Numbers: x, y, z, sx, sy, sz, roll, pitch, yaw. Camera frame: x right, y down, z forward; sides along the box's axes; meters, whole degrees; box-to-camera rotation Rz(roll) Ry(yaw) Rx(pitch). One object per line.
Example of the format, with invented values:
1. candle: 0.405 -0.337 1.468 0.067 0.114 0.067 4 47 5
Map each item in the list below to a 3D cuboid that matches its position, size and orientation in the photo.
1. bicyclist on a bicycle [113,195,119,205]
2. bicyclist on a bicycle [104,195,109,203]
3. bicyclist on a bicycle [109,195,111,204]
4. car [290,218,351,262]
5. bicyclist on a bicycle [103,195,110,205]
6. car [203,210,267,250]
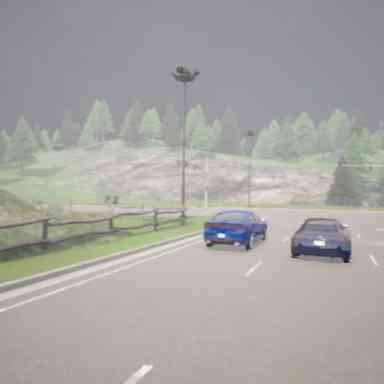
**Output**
1. bicyclist on a bicycle: -11.897 1.278 53.039 0.582 1.620 1.656 1 0 2
2. bicyclist on a bicycle: -13.232 1.258 53.091 0.582 1.620 1.656 1 0 2
3. bicyclist on a bicycle: -12.342 1.271 53.058 0.582 1.620 1.656 1 0 2
4. car: 5.012 1.678 12.857 1.994 1.385 4.181 1 0 23
5. bicyclist on a bicycle: -13.677 1.251 53.106 0.582 1.620 1.656 1 0 2
6. car: 2.104 1.554 14.952 1.882 1.535 5.008 1 -1 23
